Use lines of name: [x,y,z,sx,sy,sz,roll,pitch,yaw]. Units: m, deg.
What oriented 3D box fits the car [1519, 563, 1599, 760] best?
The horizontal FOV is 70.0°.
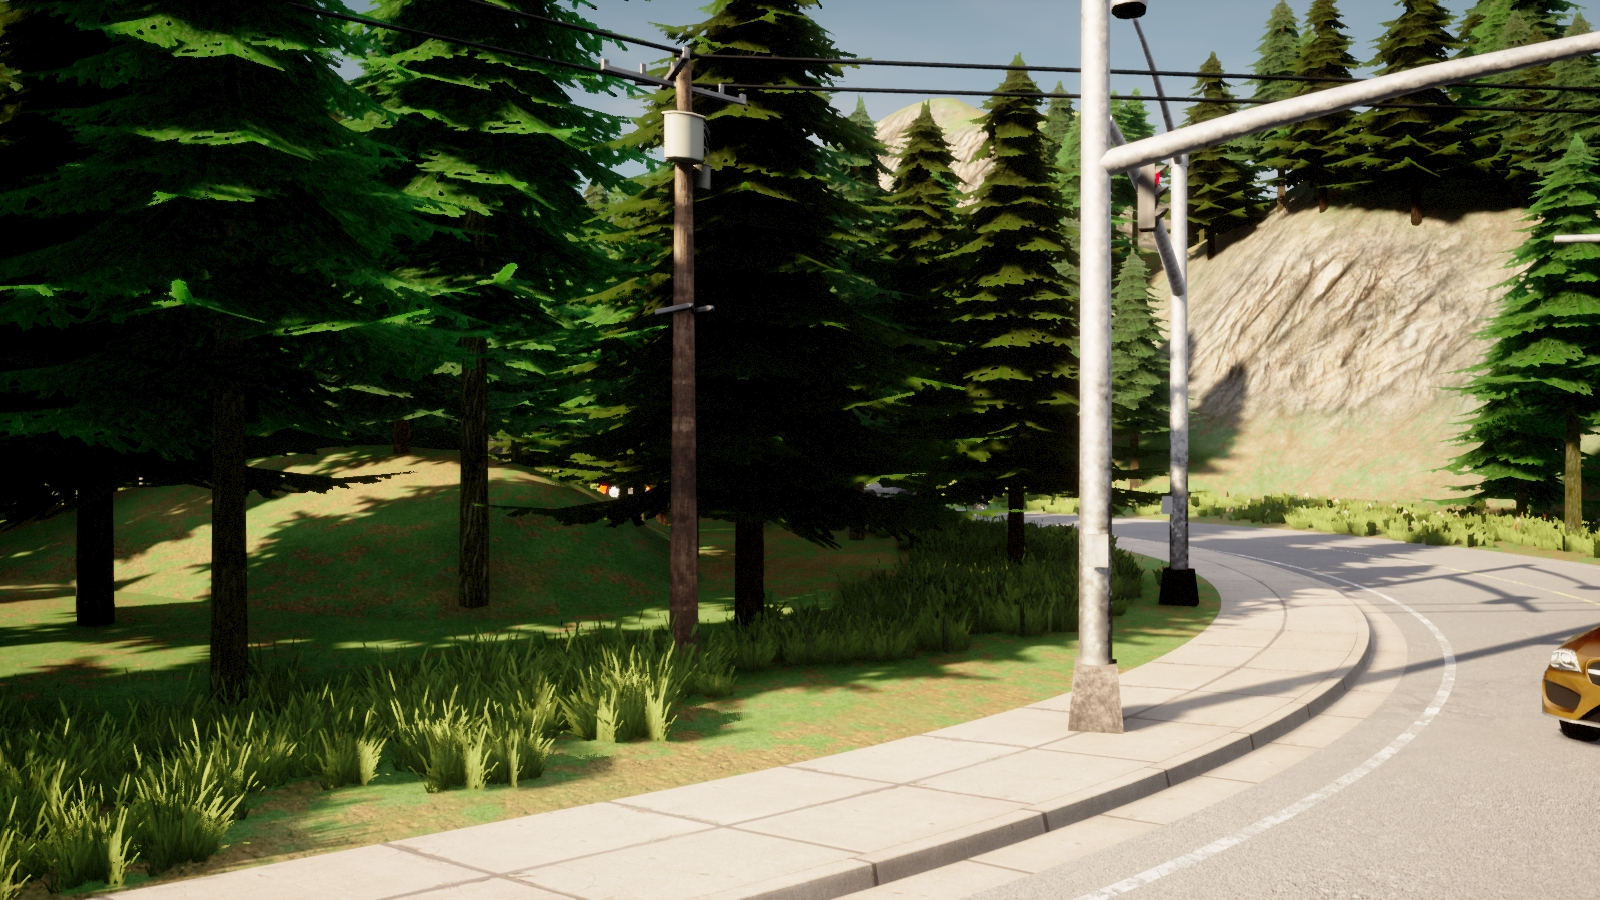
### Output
car: [9.577,1.970,11.147,5.027,1.651,2.152,0,0,-29]
